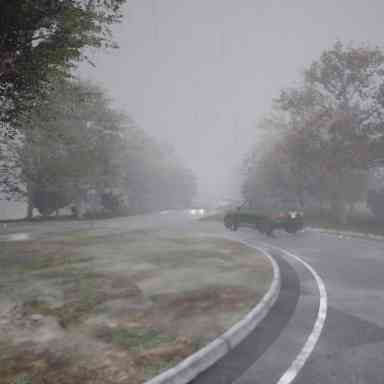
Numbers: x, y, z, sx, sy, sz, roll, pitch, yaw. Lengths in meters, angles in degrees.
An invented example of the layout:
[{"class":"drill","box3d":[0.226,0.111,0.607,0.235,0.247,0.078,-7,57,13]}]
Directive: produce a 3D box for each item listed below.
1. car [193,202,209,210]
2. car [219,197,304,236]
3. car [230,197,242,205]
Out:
[{"class":"car","box3d":[1.645,2.430,59.085,1.895,1.301,4.718,-1,-1,16]},{"class":"car","box3d":[4.195,1.445,20.190,2.150,2.045,5.566,0,-1,-28]},{"class":"car","box3d":[10.057,2.112,76.195,2.097,1.767,4.553,-1,-1,15]}]
